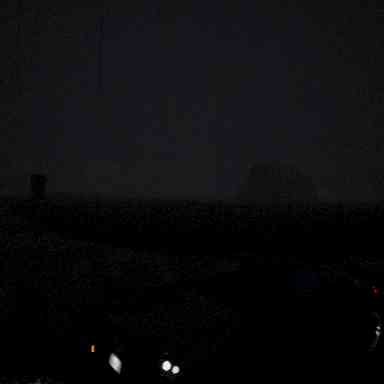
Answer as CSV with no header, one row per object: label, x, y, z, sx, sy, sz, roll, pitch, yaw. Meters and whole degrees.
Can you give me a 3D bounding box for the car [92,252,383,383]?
car,0.833,1.596,4.590,4.181,1.385,1.994,1,0,-36
